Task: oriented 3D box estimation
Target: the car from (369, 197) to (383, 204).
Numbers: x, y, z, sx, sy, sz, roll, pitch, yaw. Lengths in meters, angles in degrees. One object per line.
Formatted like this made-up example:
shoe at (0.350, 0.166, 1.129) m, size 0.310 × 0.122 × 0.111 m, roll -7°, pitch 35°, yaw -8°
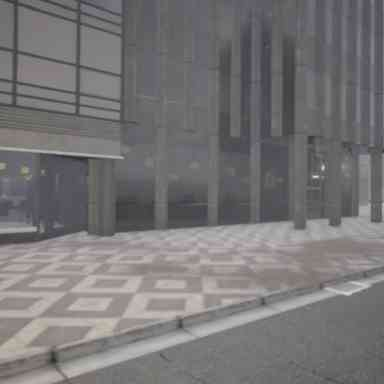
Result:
car at (35.092, 1.603, 63.461) m, size 1.887 × 1.381 × 4.507 m, roll 2°, pitch 0°, yaw -35°
